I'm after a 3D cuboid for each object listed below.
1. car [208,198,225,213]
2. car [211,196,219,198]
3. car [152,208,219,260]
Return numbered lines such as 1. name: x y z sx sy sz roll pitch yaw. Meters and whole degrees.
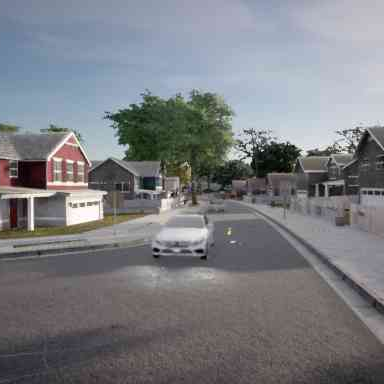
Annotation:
1. car: 2.786 1.654 37.435 1.895 1.301 4.718 0 0 5
2. car: 4.263 1.556 62.377 2.128 1.511 4.902 0 0 1
3. car: -0.152 1.541 12.664 1.812 1.442 4.674 0 0 8
